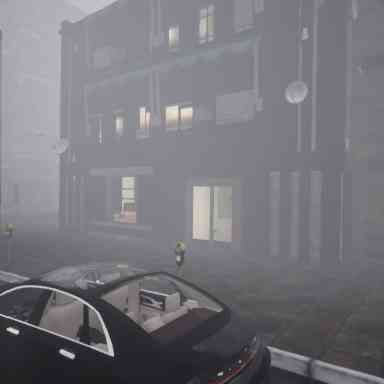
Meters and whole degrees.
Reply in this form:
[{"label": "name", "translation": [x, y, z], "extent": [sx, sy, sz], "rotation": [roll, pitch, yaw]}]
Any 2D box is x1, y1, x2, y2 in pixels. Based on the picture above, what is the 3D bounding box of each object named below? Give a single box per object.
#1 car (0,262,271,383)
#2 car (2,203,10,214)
[{"label": "car", "translation": [-1.294, 1.550, 3.935], "extent": [4.403, 1.369, 2.008], "rotation": [0, 1, 35]}, {"label": "car", "translation": [-21.533, 1.623, 34.881], "extent": [2.008, 1.369, 4.403], "rotation": [1, 0, 36]}]
